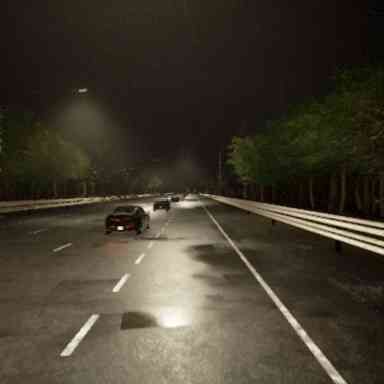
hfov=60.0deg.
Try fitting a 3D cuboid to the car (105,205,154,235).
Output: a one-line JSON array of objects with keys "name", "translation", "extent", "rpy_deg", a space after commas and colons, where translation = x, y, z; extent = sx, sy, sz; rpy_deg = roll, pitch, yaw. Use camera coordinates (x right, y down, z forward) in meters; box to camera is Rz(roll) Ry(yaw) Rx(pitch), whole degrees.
[{"name": "car", "translation": [-3.504, 1.506, 18.666], "extent": [1.837, 1.490, 4.892], "rpy_deg": [0, 0, 0]}]

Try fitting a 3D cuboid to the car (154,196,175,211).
[{"name": "car", "translation": [-3.513, 1.464, 39.800], "extent": [2.128, 1.511, 4.902], "rpy_deg": [0, 0, 0]}]

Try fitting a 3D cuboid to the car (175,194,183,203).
[{"name": "car", "translation": [-3.519, 1.470, 69.783], "extent": [2.033, 1.411, 5.357], "rpy_deg": [0, 0, 0]}]
